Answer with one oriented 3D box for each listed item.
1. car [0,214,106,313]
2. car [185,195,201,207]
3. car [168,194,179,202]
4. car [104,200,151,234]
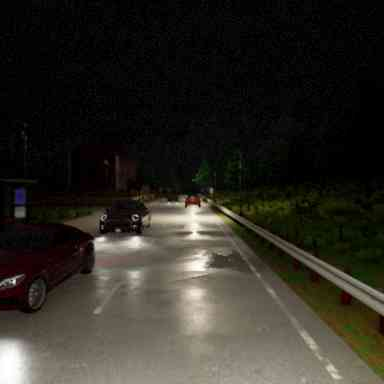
[{"bbox_3d":[-3.662,1.485,7.704,1.812,1.442,4.674,0,0,3],"label":"car"},{"bbox_3d":[0.114,1.117,45.068,2.097,1.767,4.553,0,0,0],"label":"car"},{"bbox_3d":[-3.502,1.151,62.979,1.882,1.535,5.008,0,0,1],"label":"car"},{"bbox_3d":[-3.550,1.258,18.294,2.097,1.767,4.553,0,0,1],"label":"car"}]
